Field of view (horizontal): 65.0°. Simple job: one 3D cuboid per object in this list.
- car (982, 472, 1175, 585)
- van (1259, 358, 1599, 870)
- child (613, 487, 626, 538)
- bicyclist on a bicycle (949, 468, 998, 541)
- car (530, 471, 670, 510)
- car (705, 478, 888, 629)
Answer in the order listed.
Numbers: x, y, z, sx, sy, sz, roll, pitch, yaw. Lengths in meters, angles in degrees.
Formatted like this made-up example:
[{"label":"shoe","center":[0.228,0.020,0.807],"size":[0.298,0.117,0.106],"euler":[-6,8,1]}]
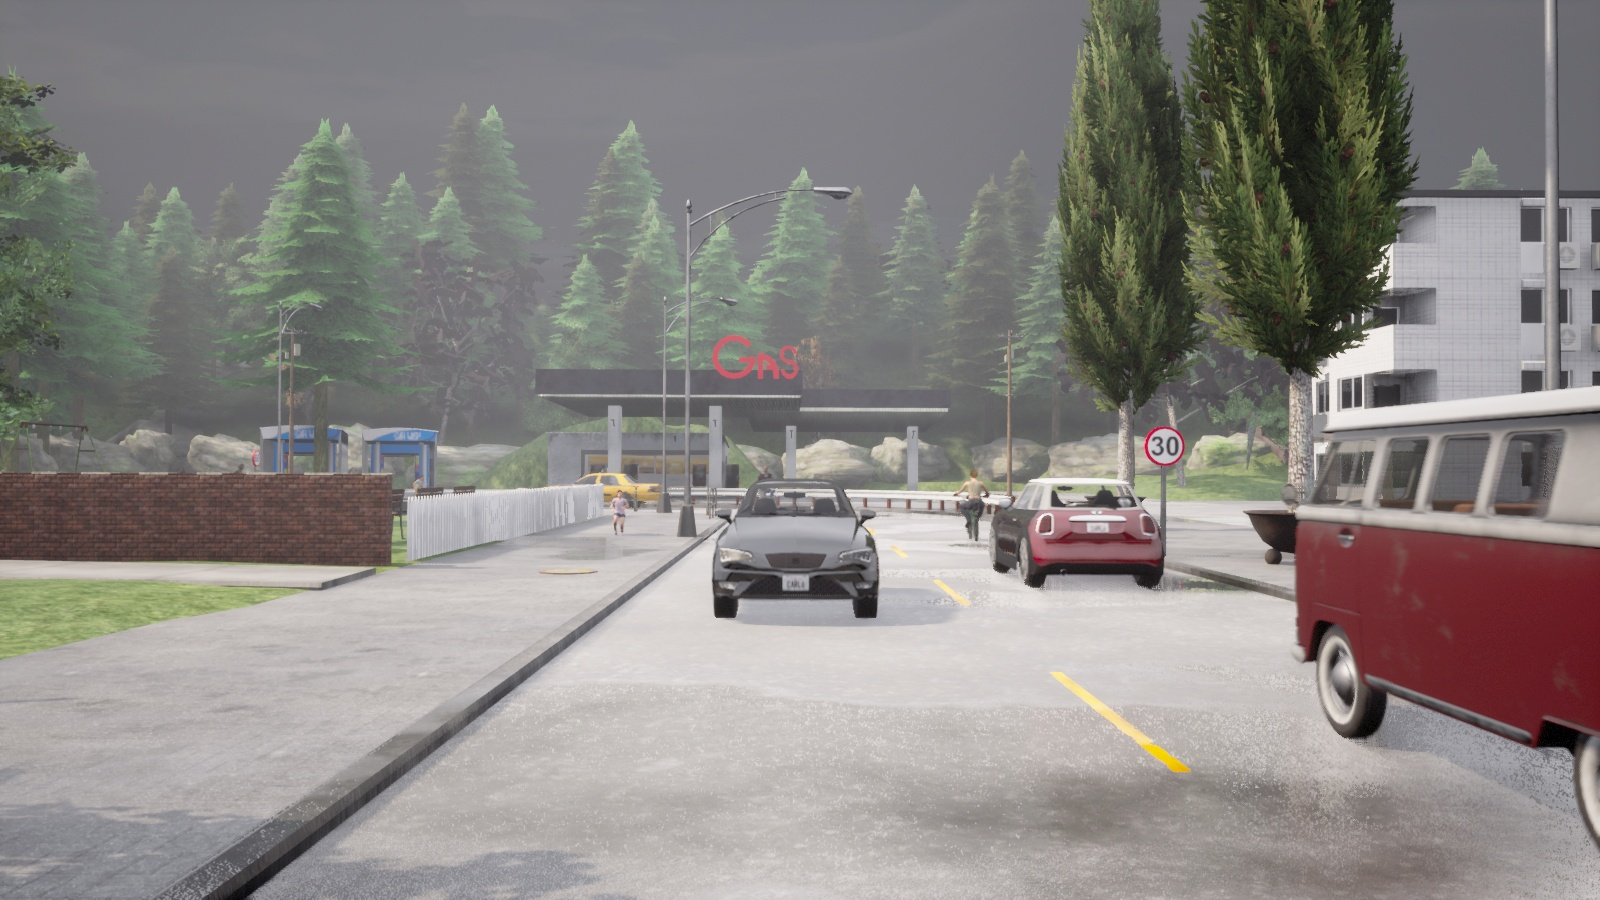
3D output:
[{"label":"car","center":[3.948,1.074,18.463],"size":[1.970,1.475,3.806],"euler":[0,-1,0]},{"label":"van","center":[3.983,0.655,6.210],"size":[1.775,1.987,4.442],"euler":[0,-1,0]},{"label":"child","center":[-4.003,1.387,27.860],"size":[0.255,1.110,0.394],"euler":[0,-1,-4]},{"label":"bicyclist on a bicycle","center":[3.923,1.213,28.490],"size":[0.866,1.612,1.509],"euler":[0,-1,-1]},{"label":"car","center":[-8.125,1.645,51.260],"size":[5.366,1.575,1.801],"euler":[0,-1,7]},{"label":"car","center":[-0.041,1.073,14.615],"size":[1.816,1.474,4.193],"euler":[0,-1,0]}]
